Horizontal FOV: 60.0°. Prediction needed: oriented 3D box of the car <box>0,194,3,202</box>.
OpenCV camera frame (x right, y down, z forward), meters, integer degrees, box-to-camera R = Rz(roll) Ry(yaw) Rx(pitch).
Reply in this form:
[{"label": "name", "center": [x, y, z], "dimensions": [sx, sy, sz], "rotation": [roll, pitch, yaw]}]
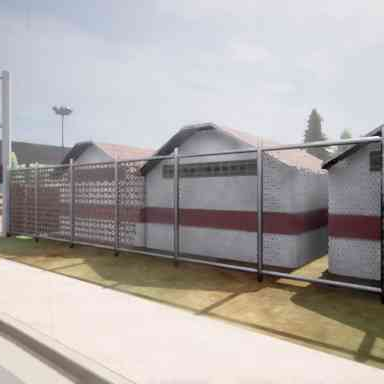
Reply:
[{"label": "car", "center": [-22.535, 1.220, 39.964], "dimensions": [2.150, 2.045, 5.566], "rotation": [0, 0, 37]}]
